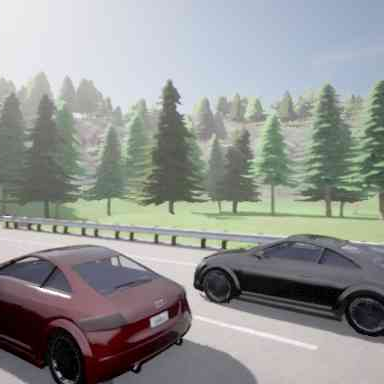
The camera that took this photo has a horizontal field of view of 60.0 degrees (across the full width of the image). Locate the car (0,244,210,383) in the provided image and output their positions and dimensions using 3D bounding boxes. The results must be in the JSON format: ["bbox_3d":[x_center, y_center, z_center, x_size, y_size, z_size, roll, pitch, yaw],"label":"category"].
[{"bbox_3d":[-2.067,1.557,5.277,4.181,1.385,1.994,0,0,34],"label":"car"}]

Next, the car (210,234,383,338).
[{"bbox_3d":[2.092,1.550,6.671,4.181,1.385,1.994,0,0,35],"label":"car"}]
